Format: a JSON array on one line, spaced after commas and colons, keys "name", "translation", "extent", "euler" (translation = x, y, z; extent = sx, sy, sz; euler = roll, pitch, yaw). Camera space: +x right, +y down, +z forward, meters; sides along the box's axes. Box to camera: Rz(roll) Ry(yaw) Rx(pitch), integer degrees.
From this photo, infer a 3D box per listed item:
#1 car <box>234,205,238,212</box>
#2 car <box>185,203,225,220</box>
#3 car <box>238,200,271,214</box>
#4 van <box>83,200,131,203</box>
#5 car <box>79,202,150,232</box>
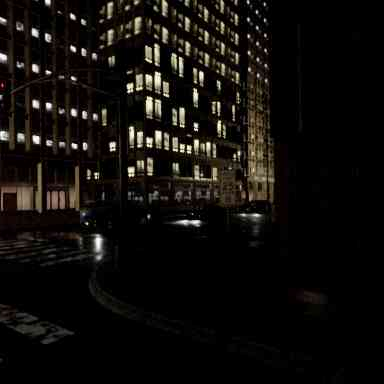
[{"name": "car", "translation": [6.849, 1.688, 41.415], "extent": [1.752, 1.417, 4.829], "euler": [-2, -1, 36]}, {"name": "car", "translation": [1.188, 1.649, 29.095], "extent": [1.994, 1.385, 4.181], "euler": [-1, -1, 36]}, {"name": "car", "translation": [7.349, 1.632, 37.644], "extent": [1.812, 1.442, 4.674], "euler": [-1, -1, 36]}, {"name": "van", "translation": [-6.017, 1.460, 23.528], "extent": [1.690, 1.788, 3.998], "euler": [-2, -1, 36]}, {"name": "car", "translation": [-4.675, 1.571, 20.993], "extent": [1.837, 1.490, 4.892], "euler": [-1, -1, 33]}]
